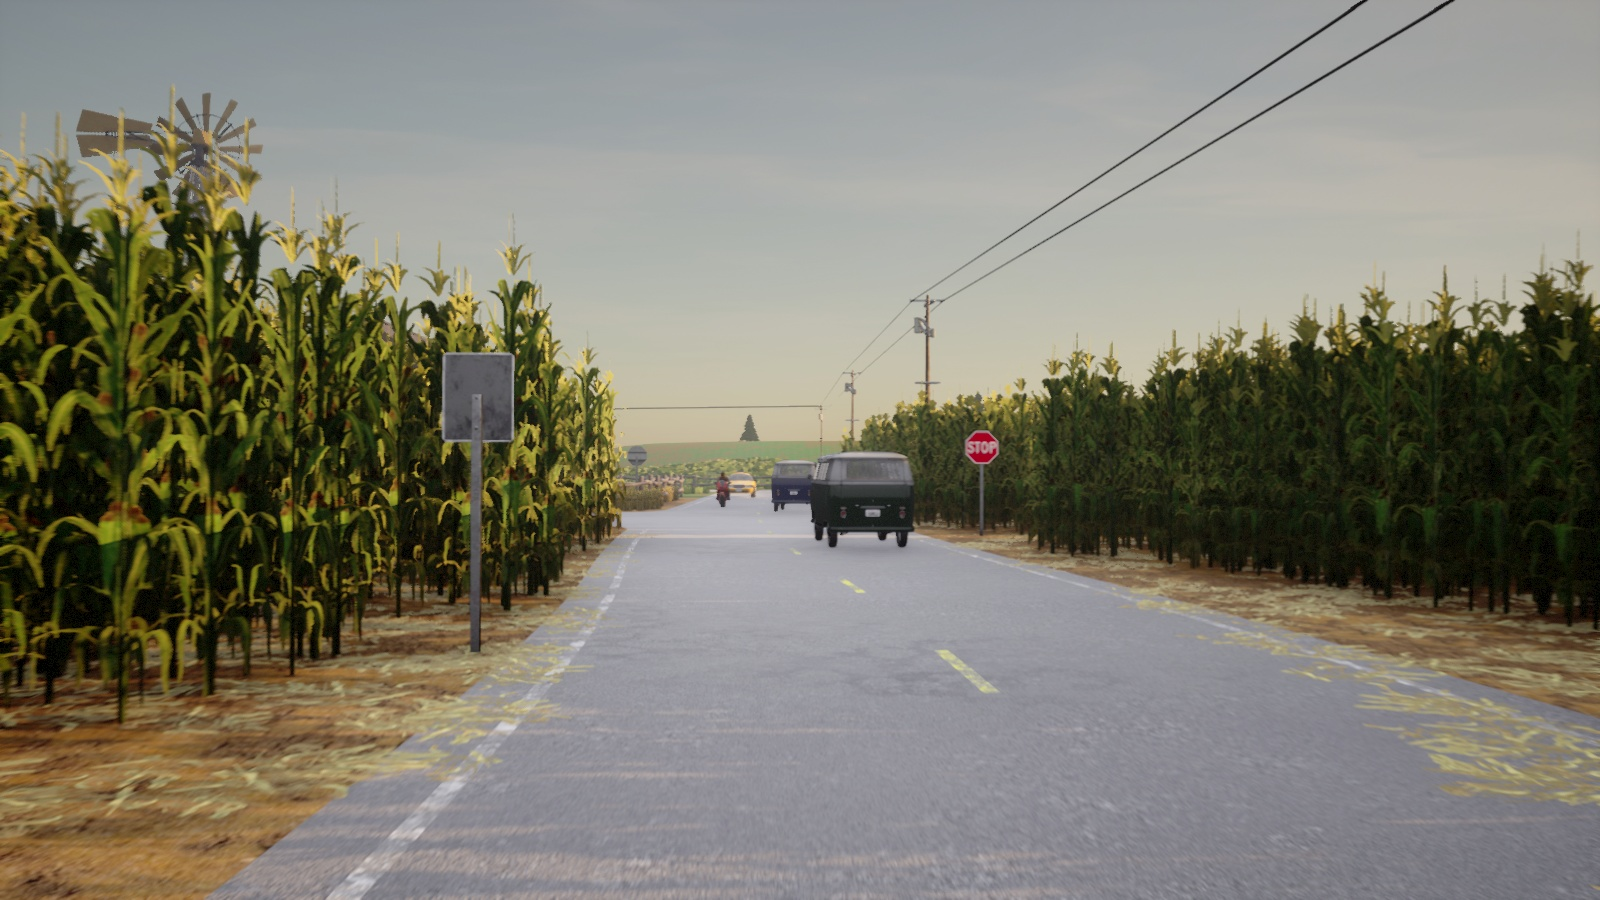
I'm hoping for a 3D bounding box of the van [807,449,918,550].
[{"bbox_3d":[1.266,1.018,27.203,1.775,1.987,4.442,0,-1,-5],"label":"van"}]

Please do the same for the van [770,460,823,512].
[{"bbox_3d":[-0.078,1.402,49.888,1.775,1.987,4.442,0,-1,4],"label":"van"}]

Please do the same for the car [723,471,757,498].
[{"bbox_3d":[-3.535,2.016,74.541,1.801,1.575,5.366,0,-1,-1],"label":"car"}]

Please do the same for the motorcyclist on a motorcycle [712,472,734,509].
[{"bbox_3d":[-3.246,1.697,52.993,0.797,1.523,2.044,0,-1,-1],"label":"motorcyclist on a motorcycle"}]
